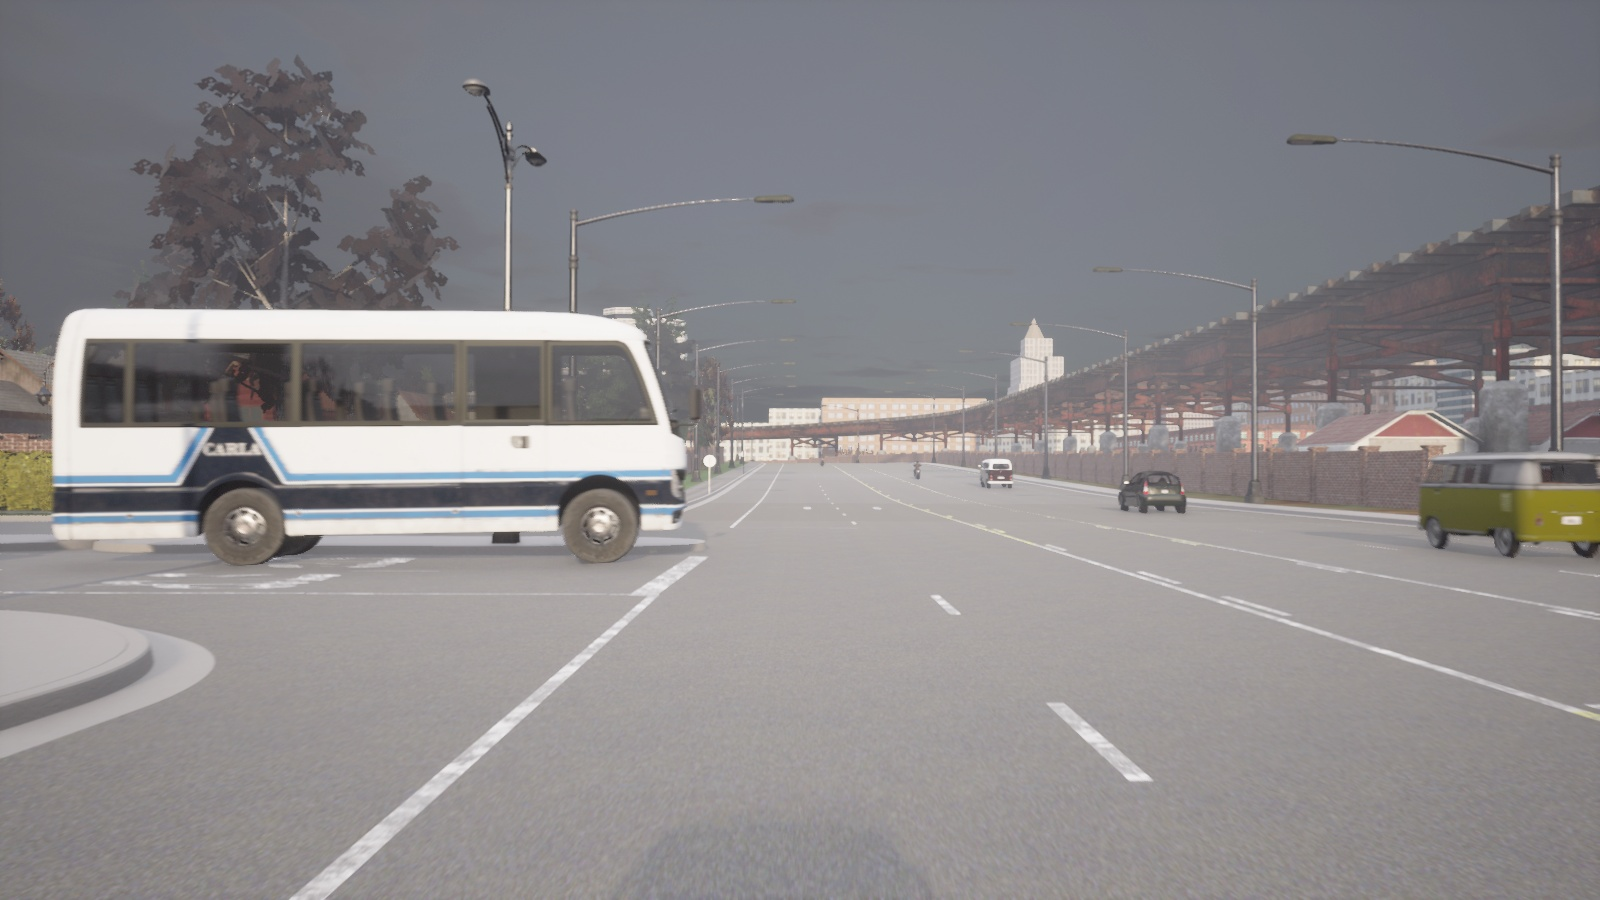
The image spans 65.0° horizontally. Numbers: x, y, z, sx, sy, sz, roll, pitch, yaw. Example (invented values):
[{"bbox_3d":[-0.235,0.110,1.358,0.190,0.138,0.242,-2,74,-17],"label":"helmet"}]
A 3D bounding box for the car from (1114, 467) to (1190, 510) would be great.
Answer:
[{"bbox_3d":[13.842,1.489,49.639,1.851,1.617,3.988,0,-1,0],"label":"car"}]

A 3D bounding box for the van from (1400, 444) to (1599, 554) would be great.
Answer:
[{"bbox_3d":[13.918,0.930,25.016,1.775,1.987,4.442,0,-1,0],"label":"van"}]

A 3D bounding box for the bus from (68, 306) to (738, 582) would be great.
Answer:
[{"bbox_3d":[-6.407,-0.208,22.011,10.273,4.253,3.944,-1,1,-8],"label":"bus"}]

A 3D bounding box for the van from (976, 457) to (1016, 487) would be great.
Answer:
[{"bbox_3d":[13.719,1.515,87.973,2.069,2.038,4.480,0,0,0],"label":"van"}]
